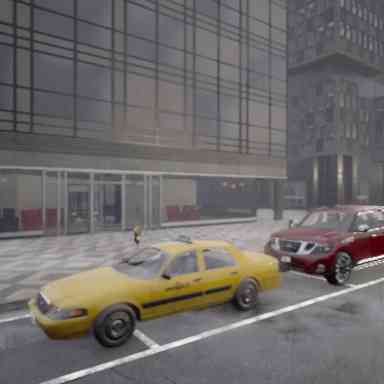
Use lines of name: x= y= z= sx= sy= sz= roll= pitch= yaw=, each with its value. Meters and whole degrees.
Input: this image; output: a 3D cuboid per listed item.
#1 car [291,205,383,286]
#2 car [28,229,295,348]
car: x=4.363 y=1.337 z=9.646 sx=5.009 sy=1.841 sz=2.192 roll=0 pitch=0 yaw=-36
car: x=-0.365 y=1.532 z=6.272 sx=4.829 sy=1.417 sz=1.752 roll=0 pitch=0 yaw=-36
